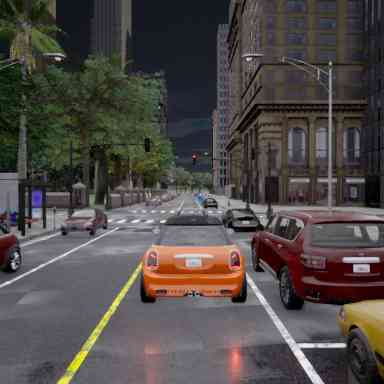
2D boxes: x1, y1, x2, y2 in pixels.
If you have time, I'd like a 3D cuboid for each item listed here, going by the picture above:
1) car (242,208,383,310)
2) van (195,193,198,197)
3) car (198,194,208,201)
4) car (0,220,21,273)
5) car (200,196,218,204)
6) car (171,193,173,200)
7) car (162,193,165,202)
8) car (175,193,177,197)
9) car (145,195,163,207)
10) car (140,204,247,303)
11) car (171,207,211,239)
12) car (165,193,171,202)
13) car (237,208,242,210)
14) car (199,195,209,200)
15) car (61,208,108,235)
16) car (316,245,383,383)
[{"bbox_3d":[2.724,1.313,7.751,2.192,1.841,5.009,0,0,0],"label":"car"},{"bbox_3d":[2.324,1.276,82.980,1.690,1.788,3.998,0,0,0],"label":"van"},{"bbox_3d":[2.468,1.494,56.049,1.752,1.417,4.829,0,0,0],"label":"car"},{"bbox_3d":[-5.801,1.439,7.722,1.967,1.590,4.097,0,0,0],"label":"car"},{"bbox_3d":[2.526,1.544,45.038,1.947,1.339,4.313,0,0,0],"label":"car"},{"bbox_3d":[-6.173,1.258,77.534,2.192,1.841,5.009,0,0,0],"label":"car"},{"bbox_3d":[-6.057,1.410,55.853,1.967,1.590,4.097,0,0,0],"label":"car"},{"bbox_3d":[-6.259,1.232,93.795,2.192,1.841,5.009,0,0,0],"label":"car"},{"bbox_3d":[-6.028,1.525,50.433,2.008,1.369,4.403,0,0,0],"label":"car"},{"bbox_3d":[0.032,1.351,8.372,2.097,1.767,4.553,0,0,0],"label":"car"},{"bbox_3d":[-0.031,1.596,18.191,1.895,1.301,4.718,0,0,0],"label":"car"},{"bbox_3d":[-6.143,1.391,72.114,1.967,1.590,4.097,0,0,0],"label":"car"},{"bbox_3d":[2.667,1.561,18.602,1.947,1.339,4.313,0,0,0],"label":"car"},{"bbox_3d":[2.498,1.540,50.458,1.947,1.339,4.313,0,0,0],"label":"car"},{"bbox_3d":[-5.858,1.577,18.574,1.802,1.307,4.206,0,0,0],"label":"car"},{"bbox_3d":[2.753,1.525,2.496,1.752,1.417,4.829,0,0,0],"label":"car"}]
